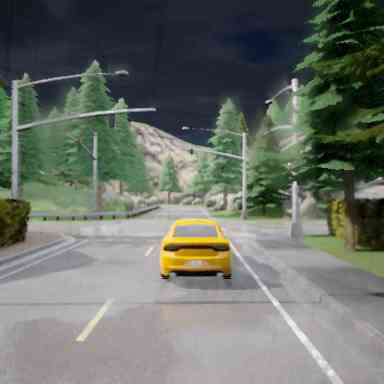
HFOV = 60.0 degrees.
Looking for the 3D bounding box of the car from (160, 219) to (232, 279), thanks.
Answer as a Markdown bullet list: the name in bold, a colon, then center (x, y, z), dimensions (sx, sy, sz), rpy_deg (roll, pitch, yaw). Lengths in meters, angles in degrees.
- **car**: center (0.113, 1.599, 10.481), dimensions (1.882, 1.535, 5.008), rpy_deg (0, -1, 0)
